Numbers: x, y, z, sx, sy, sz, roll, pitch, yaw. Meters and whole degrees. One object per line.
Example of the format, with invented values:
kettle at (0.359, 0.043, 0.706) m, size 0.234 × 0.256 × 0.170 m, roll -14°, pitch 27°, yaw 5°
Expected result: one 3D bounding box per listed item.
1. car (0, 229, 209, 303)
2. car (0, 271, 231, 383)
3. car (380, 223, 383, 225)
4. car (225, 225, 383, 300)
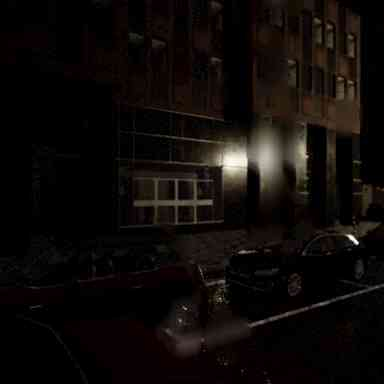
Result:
car at (-1.785, 1.471, 5.329) m, size 4.097 × 1.590 × 1.967 m, roll 1°, pitch -1°, yaw -35°
car at (-2.094, 1.603, 1.873) m, size 4.718 × 1.301 × 1.895 m, roll 1°, pitch -1°, yaw -35°
car at (7.426, 1.704, 11.705) m, size 4.313 × 1.339 × 1.947 m, roll 1°, pitch -1°, yaw -35°
car at (2.821, 1.635, 8.517) m, size 4.403 × 1.369 × 2.008 m, roll 1°, pitch -1°, yaw -35°
